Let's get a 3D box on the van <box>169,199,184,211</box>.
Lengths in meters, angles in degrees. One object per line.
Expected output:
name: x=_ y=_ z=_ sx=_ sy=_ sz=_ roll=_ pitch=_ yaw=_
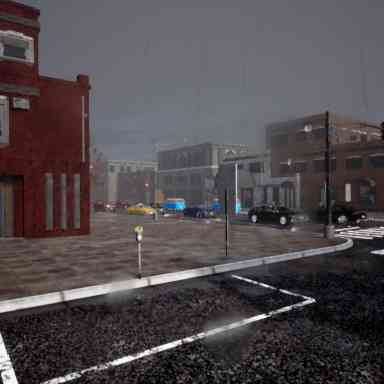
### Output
van: x=-2.640 y=1.868 z=48.801 sx=1.690 sy=1.788 sz=3.998 roll=-2 pitch=0 yaw=-36

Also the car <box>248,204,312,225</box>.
car: x=6.594 y=1.750 z=26.338 sx=1.837 sy=1.490 sz=4.892 roll=-1 pitch=0 yaw=-36

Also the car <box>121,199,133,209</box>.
car: x=-10.589 y=2.257 z=55.333 sx=1.994 sy=1.385 sz=4.181 roll=-1 pitch=0 yaw=-36

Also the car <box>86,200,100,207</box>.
car: x=-22.643 y=2.595 z=76.237 sx=1.802 sy=1.307 sz=4.206 roll=-2 pitch=0 yaw=-36

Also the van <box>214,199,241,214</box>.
van: x=4.029 y=1.707 z=39.657 sx=1.690 sy=1.788 sz=3.998 roll=-2 pitch=0 yaw=-36

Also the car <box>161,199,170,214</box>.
car: x=-5.156 y=2.034 z=42.468 sx=1.837 sy=1.490 sz=4.892 roll=-1 pitch=0 yaw=-36

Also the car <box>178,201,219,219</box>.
car: x=0.773 y=1.950 z=34.340 sx=1.994 sy=1.385 sz=4.181 roll=-1 pitch=0 yaw=-35

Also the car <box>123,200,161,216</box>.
car: x=-5.968 y=2.048 z=39.208 sx=1.752 sy=1.417 sz=4.829 roll=-2 pitch=0 yaw=-36

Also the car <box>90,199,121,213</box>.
car: x=-12.744 y=2.001 z=48.490 sx=2.192 sy=1.841 sz=5.009 roll=-2 pitch=0 yaw=-36

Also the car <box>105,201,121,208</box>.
car: x=-15.973 y=2.433 z=67.092 sx=1.802 sy=1.307 sz=4.206 roll=-2 pitch=0 yaw=-36

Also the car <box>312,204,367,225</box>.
car: x=10.825 y=1.653 z=25.864 sx=1.882 sy=1.535 sz=5.008 roll=-1 pitch=0 yaw=-37
